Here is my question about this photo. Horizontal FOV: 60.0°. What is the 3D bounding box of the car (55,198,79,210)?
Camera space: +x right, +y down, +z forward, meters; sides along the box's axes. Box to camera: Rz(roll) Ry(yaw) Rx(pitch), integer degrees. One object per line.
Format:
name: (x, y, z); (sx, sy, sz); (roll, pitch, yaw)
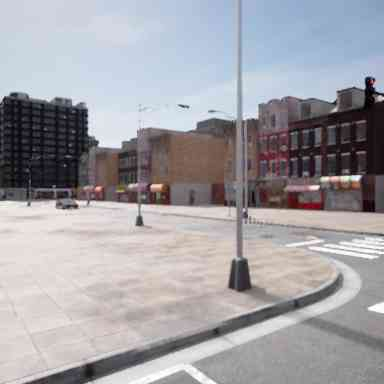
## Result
car: (-16.430, 1.533, 43.494); (2.033, 1.411, 5.357); (0, 0, -35)
